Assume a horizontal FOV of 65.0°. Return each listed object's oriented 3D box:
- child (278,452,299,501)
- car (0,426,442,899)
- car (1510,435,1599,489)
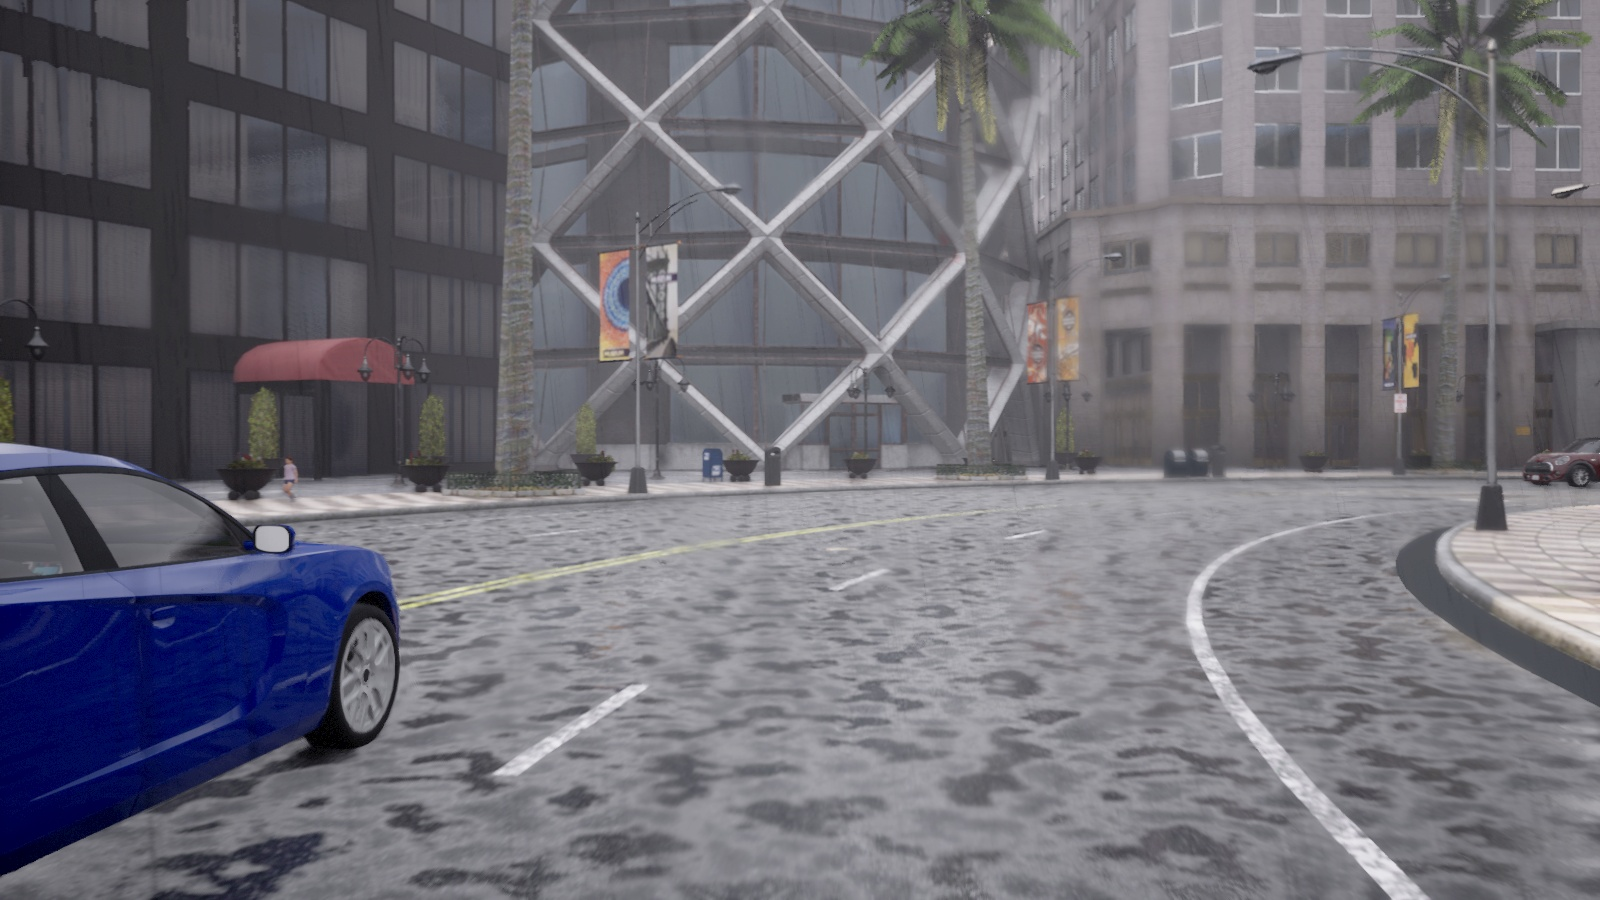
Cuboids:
[{"bbox_3d":[-11.688,0.599,28.696,0.255,1.110,0.394,0,0,23],"label":"child"},{"bbox_3d":[-3.166,0.693,4.623,1.882,1.535,5.008,0,0,5],"label":"car"},{"bbox_3d":[26.895,0.398,42.528,4.553,1.767,2.097,0,0,-6],"label":"car"}]
